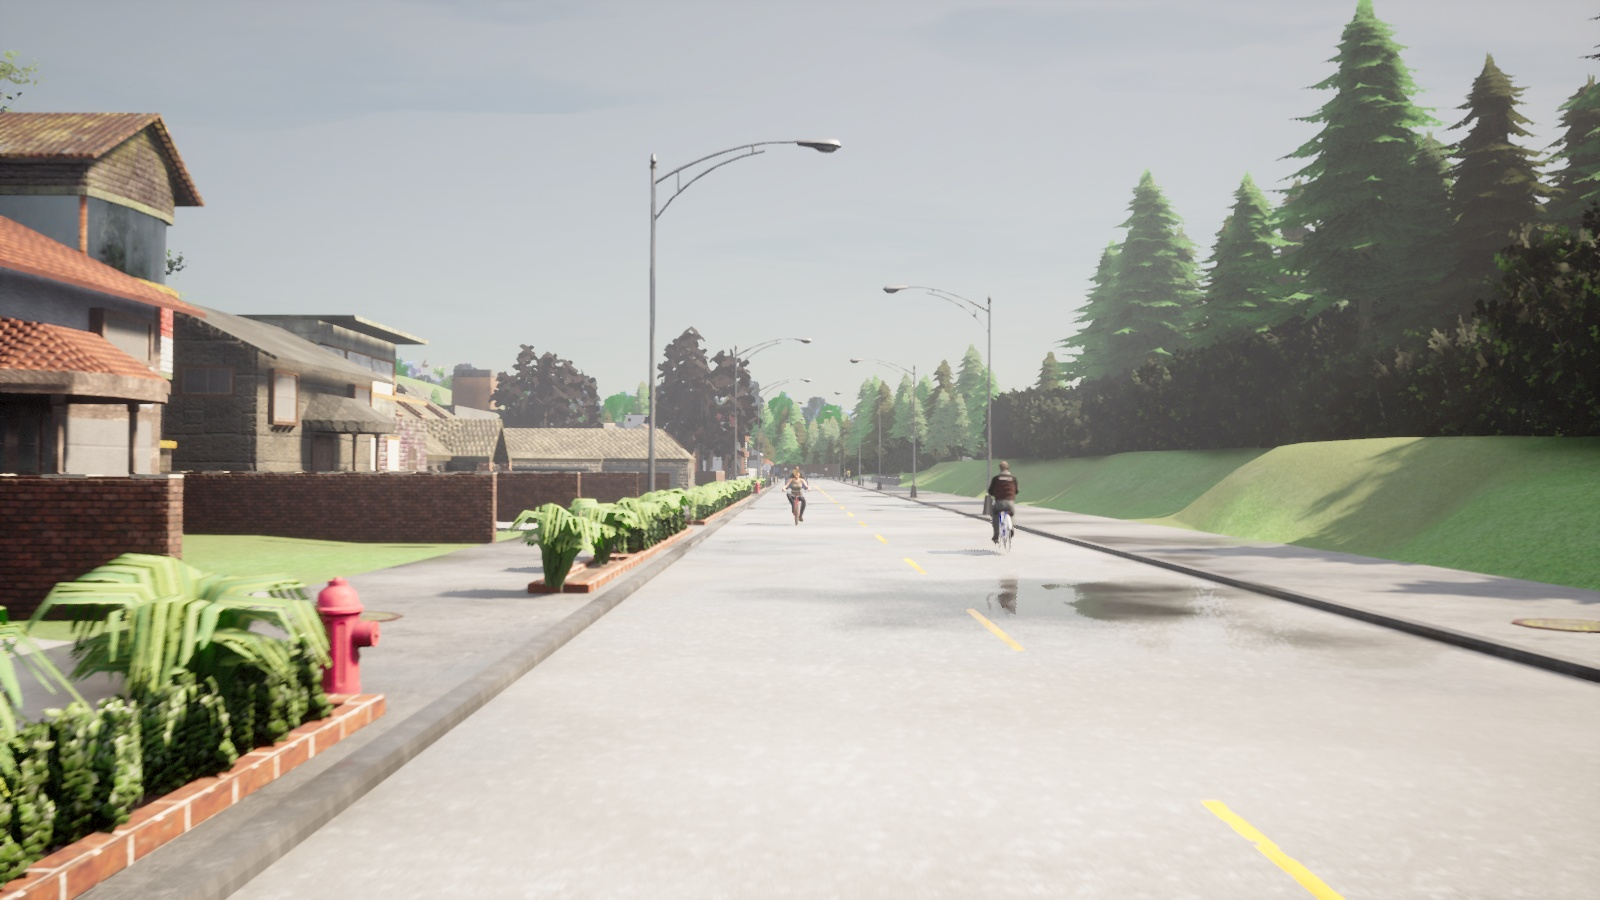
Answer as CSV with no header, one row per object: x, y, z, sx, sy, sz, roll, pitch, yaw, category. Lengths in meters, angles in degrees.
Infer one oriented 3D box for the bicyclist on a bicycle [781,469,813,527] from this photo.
-0.087,1.350,35.777,0.866,1.612,1.509,0,-1,0,bicyclist on a bicycle

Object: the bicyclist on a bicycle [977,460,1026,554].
3.940,1.082,24.649,0.659,1.776,1.843,0,-1,0,bicyclist on a bicycle
